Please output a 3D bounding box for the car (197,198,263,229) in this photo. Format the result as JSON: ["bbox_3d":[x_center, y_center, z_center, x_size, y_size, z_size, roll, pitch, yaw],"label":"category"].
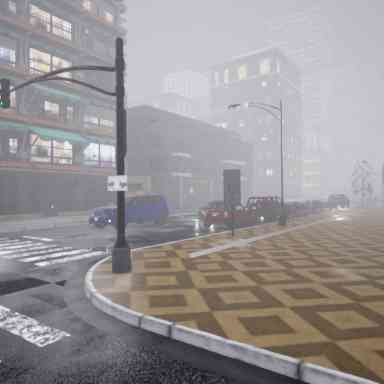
[{"bbox_3d":[2.470,1.353,20.765,1.967,1.590,4.097,-1,0,36],"label":"car"}]

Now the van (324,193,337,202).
[{"bbox_3d":[29.318,1.229,70.459,1.690,1.788,3.998,-1,0,36],"label":"van"}]

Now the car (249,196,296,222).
[{"bbox_3d":[5.787,1.216,25.268,2.192,1.841,5.009,-1,0,36],"label":"car"}]

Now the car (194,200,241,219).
[{"bbox_3d":[2.356,1.470,29.731,1.837,1.490,4.892,-1,0,37],"label":"car"}]

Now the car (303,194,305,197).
[{"bbox_3d":[22.581,1.440,61.318,1.752,1.417,4.829,-1,0,36],"label":"car"}]

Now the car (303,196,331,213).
[{"bbox_3d":[12.428,1.421,34.270,1.887,1.381,4.507,-1,0,36],"label":"car"}]

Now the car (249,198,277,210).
[{"bbox_3d":[9.304,1.489,43.311,1.752,1.417,4.829,-1,0,36],"label":"car"}]

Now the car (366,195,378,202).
[{"bbox_3d":[35.662,1.334,65.782,1.887,1.381,4.507,-1,0,36],"label":"car"}]

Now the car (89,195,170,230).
[{"bbox_3d":[-3.823,1.209,21.321,2.150,2.045,5.566,-1,0,38],"label":"car"}]

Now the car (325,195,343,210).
[{"bbox_3d":[15.747,1.415,38.772,2.008,1.369,4.403,-1,0,36],"label":"car"}]

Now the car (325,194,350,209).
[{"bbox_3d":[19.064,1.167,43.274,2.192,1.841,5.009,-1,0,36],"label":"car"}]

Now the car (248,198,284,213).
[{"bbox_3d":[8.583,1.490,38.164,2.033,1.411,5.357,-1,0,37],"label":"car"}]

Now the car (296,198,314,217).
[{"bbox_3d":[9.109,1.471,29.768,1.802,1.307,4.206,-1,0,36],"label":"car"}]
